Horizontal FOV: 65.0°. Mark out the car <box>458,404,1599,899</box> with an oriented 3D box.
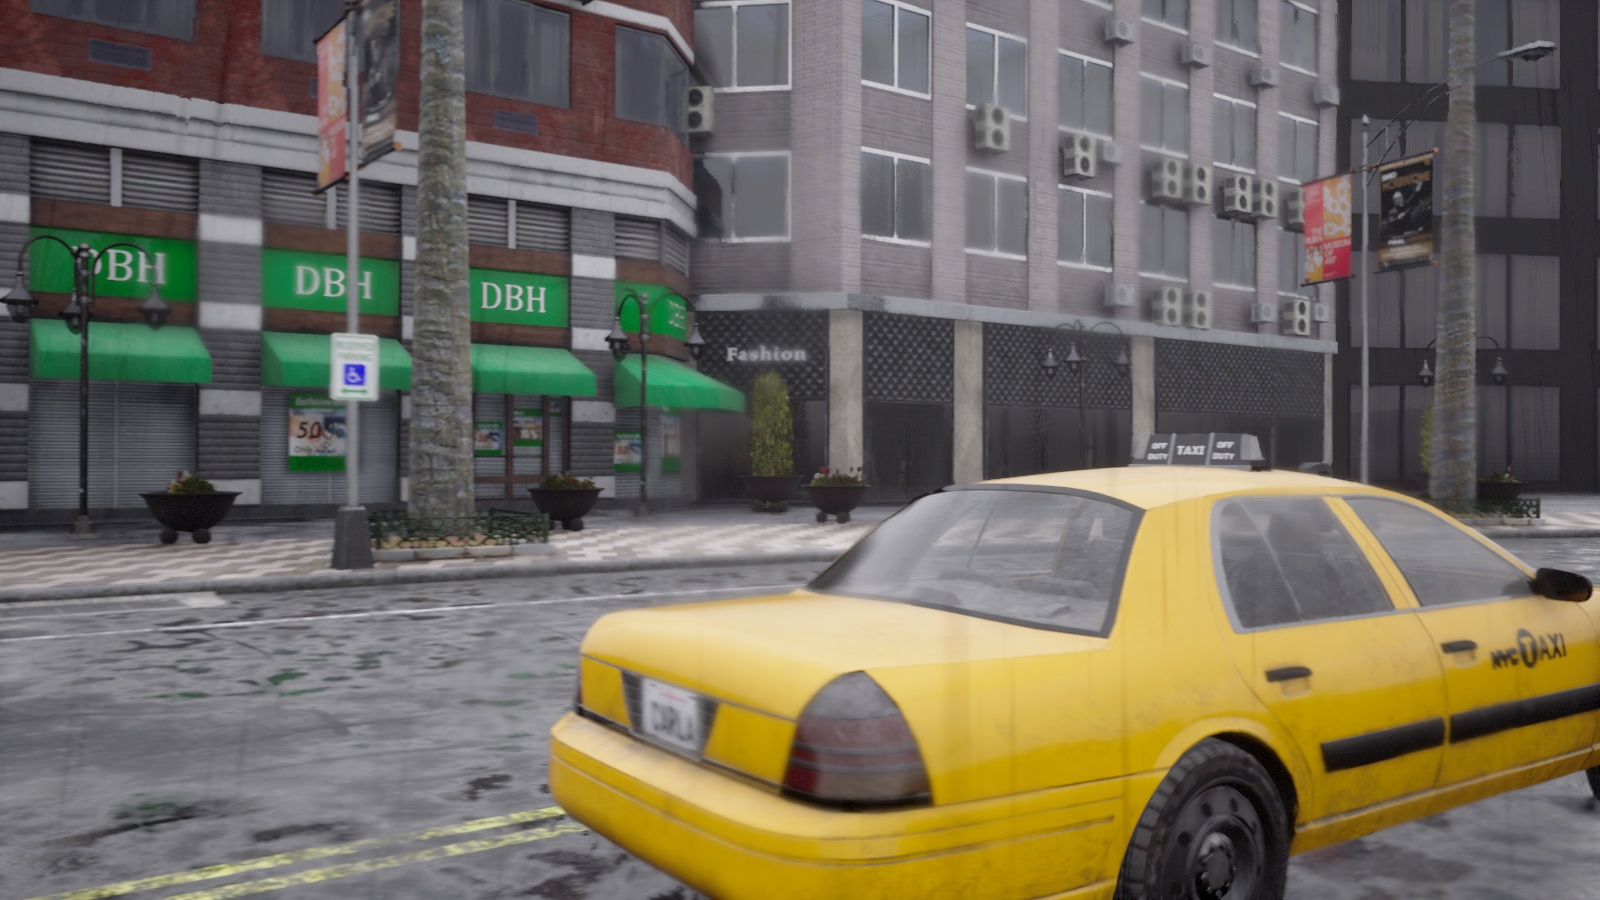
[{"bbox_3d":[1.615,0.699,4.842,5.366,1.575,1.801,0,0,-35],"label":"car"}]
